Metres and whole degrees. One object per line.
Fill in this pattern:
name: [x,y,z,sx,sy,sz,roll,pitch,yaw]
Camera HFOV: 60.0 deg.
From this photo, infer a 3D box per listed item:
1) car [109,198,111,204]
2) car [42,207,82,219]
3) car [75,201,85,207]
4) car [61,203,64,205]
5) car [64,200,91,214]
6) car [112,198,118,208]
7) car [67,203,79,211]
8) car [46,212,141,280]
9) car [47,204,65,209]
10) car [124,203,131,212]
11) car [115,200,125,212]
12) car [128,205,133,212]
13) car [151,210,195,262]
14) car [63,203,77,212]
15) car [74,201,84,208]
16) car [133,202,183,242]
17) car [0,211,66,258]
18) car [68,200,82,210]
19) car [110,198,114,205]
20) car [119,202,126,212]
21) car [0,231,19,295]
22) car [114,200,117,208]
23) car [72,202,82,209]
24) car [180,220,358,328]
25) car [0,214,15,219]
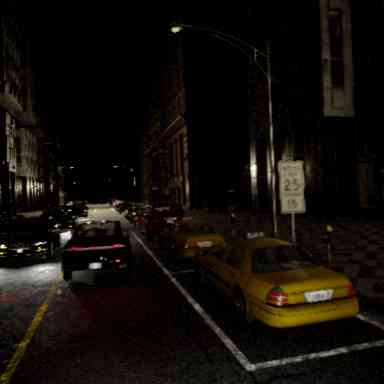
car: [-17.723,2.664,77.391,1.752,1.417,4.829,-2,0,-15]
car: [-9.418,2.073,24.199,1.994,1.385,4.181,-2,0,-15]
car: [-28.817,3.184,85.804,2.008,1.369,4.403,-2,0,-15]
car: [-17.138,2.499,42.541,1.802,1.307,4.206,-2,0,-15]
car: [-13.311,2.094,38.913,2.097,1.767,4.553,-2,0,-15]
car: [-11.844,2.219,55.597,1.967,1.590,4.097,-2,0,-15]
car: [-22.977,2.855,64.172,1.802,1.307,4.206,-2,0,-15]
car: [-2.921,1.669,10.757,2.128,1.511,4.902,-2,0,-11]
car: [-15.679,2.411,37.133,1.802,1.307,4.206,-2,0,-15]
car: [-4.587,1.866,28.724,1.752,1.417,4.829,-2,0,-15]
car: [-8.920,2.168,44.782,1.947,1.339,4.313,-2,0,-15]
car: [-3.082,1.795,23.152,1.887,1.381,4.507,-2,0,-15]
car: [-0.208,1.603,12.501,1.752,1.417,4.829,-2,0,-15]
car: [-21.475,2.707,58.601,1.752,1.417,4.829,-2,0,-15]
car: [-27.362,2.982,80.397,1.967,1.590,4.097,-2,0,-15]
car: [-1.632,1.478,17.745,2.192,1.841,5.009,-2,0,-15]
car: [-6.703,1.849,14.092,1.837,1.490,4.892,-2,0,-15]
car: [-24.448,2.678,69.582,2.192,1.841,5.009,-2,0,-15]
car: [-14.763,2.397,66.412,1.967,1.590,4.097,-2,0,-15]
car: [-6.001,1.976,33.967,2.008,1.369,4.403,-2,0,-15]
car: [-4.339,1.693,4.908,2.128,1.511,4.902,-2,0,-16]
car: [-10.379,2.272,50.190,1.802,1.307,4.206,-2,0,-15]
car: [-25.896,3.034,74.989,1.802,1.307,4.206,-2,0,-15]
car: [1.251,1.516,7.093,1.752,1.417,4.829,-2,0,-15]
car: [-11.301,2.110,20.910,1.887,1.381,4.507,-2,0,-15]
